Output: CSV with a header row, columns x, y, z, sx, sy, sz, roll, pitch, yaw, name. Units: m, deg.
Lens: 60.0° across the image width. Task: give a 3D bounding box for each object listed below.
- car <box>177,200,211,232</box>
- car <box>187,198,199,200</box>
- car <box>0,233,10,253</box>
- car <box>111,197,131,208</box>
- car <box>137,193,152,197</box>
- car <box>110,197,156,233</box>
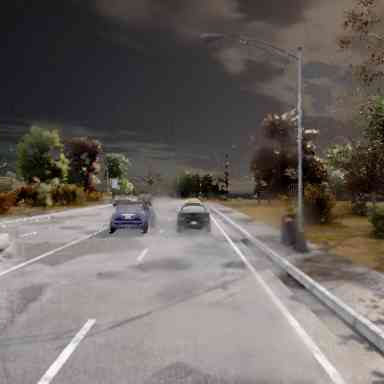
x,y,z,sx,sy,sz,roll,pitch,yaw,name
0.099,1.481,20.095,1.882,1.535,5.008,0,0,0,car
0.087,1.485,38.494,1.882,1.535,5.008,0,0,0,car
-7.101,1.603,9.013,1.895,1.301,4.718,0,0,0,car
-10.743,1.556,50.845,2.033,1.411,5.357,0,0,-1,car
-7.273,1.230,51.658,2.150,2.045,5.566,0,0,-1,car
-3.401,1.356,19.845,2.097,1.767,4.553,0,0,0,car
